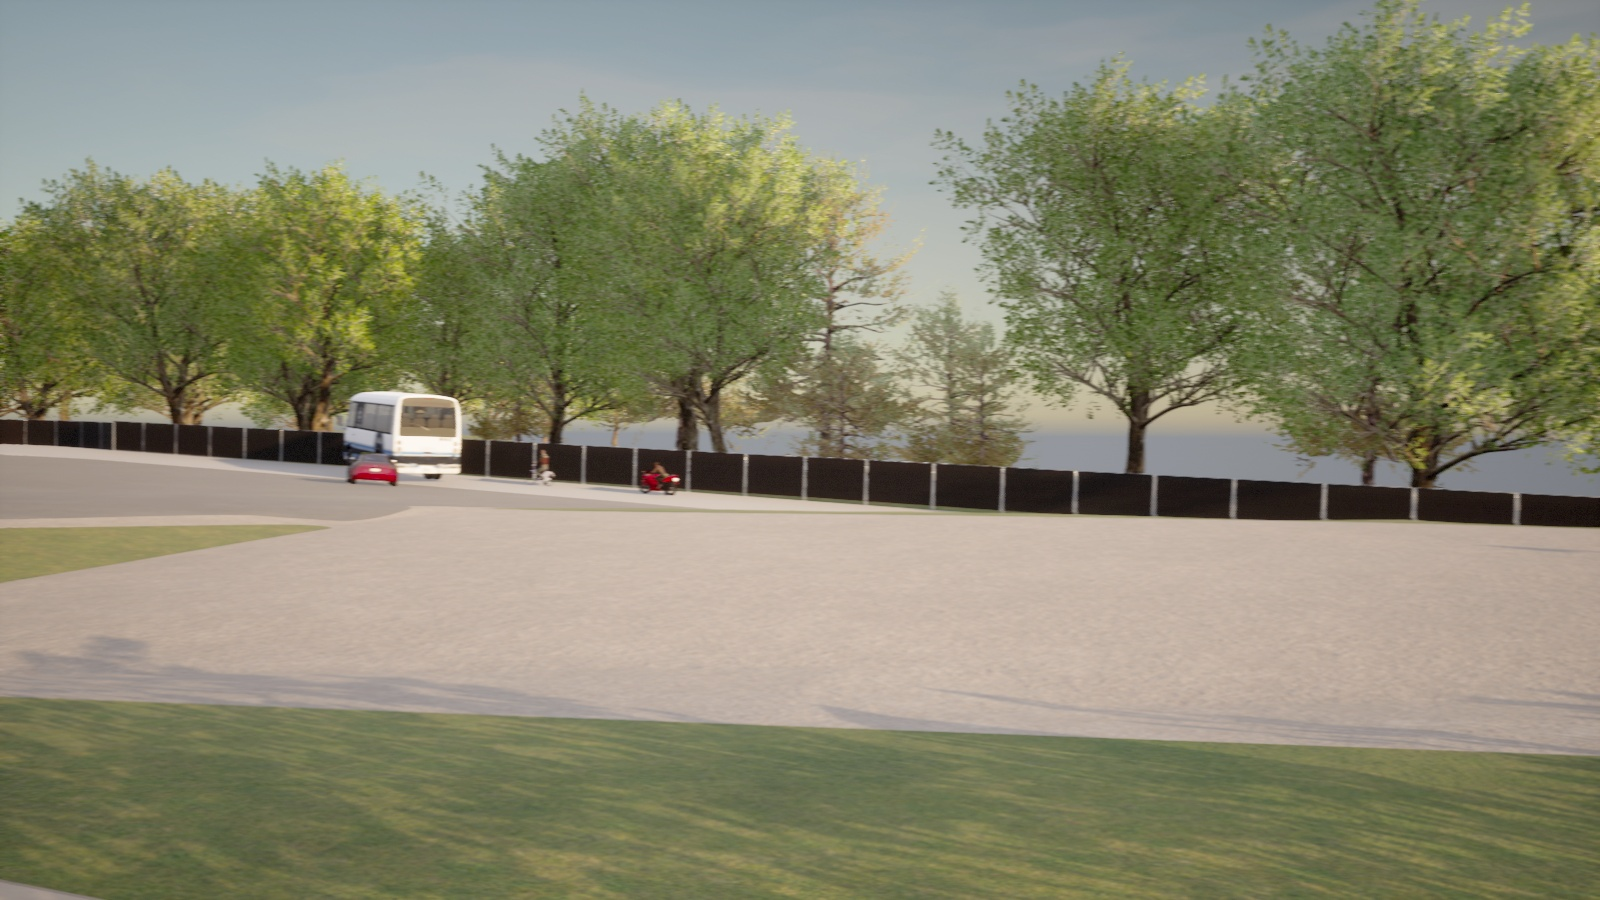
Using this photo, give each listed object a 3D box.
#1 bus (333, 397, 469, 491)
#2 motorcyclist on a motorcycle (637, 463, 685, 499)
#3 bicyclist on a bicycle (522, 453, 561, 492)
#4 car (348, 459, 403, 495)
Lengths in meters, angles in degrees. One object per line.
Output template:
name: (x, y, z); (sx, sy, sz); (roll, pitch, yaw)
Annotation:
bus: (-20.539, -0.434, 64.100); (3.944, 4.253, 10.273); (0, 3, -33)
motorcyclist on a motorcycle: (-6.333, 1.414, 57.106); (2.044, 1.523, 0.797); (2, 2, 27)
bicyclist on a bicycle: (-12.433, 1.085, 60.454); (1.843, 1.776, 0.659); (2, 2, 29)
car: (-18.398, 1.142, 54.324); (1.994, 1.385, 4.181); (3, -2, -22)
